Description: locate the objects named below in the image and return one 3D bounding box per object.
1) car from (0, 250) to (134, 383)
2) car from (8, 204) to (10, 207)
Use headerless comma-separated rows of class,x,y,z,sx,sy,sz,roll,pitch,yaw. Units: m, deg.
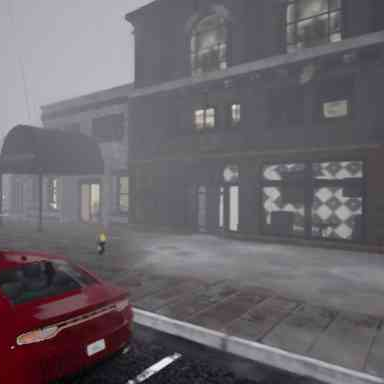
car,-2.855,1.548,4.906,4.507,1.381,1.887,0,0,36
car,-23.814,1.615,47.870,1.752,1.417,4.829,0,0,35
